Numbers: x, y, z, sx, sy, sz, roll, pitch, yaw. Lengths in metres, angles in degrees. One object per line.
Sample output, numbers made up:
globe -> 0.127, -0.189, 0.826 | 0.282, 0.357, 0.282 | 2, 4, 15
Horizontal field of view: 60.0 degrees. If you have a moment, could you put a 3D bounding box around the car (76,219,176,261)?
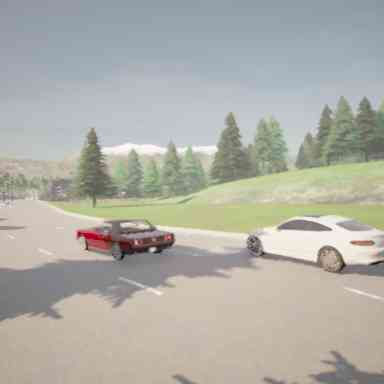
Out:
car -> -2.775, 1.707, 12.915 | 1.895, 1.301, 4.718 | -2, 0, -41

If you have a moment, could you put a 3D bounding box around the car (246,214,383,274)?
car -> 3.674, 1.412, 10.249 | 1.812, 1.442, 4.674 | -1, 0, -32
